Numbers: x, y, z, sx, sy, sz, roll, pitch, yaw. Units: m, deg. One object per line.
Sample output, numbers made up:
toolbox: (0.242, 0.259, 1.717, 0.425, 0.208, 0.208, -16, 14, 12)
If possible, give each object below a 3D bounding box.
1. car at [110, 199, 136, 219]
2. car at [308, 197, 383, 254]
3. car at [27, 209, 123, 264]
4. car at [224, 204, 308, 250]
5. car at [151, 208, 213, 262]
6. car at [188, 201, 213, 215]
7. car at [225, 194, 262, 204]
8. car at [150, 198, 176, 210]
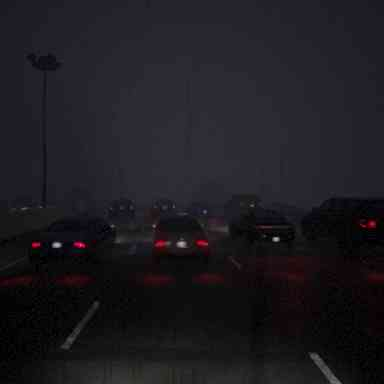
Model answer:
car: (-6.060, 1.352, 29.227, 2.097, 1.767, 4.553, 0, 0, -9)
car: (6.430, 1.213, 13.568, 2.150, 2.045, 5.566, 0, 0, -4)
car: (-3.970, 1.549, 11.878, 2.033, 1.411, 5.357, 0, 0, -4)
car: (2.842, 1.486, 14.416, 2.128, 1.511, 4.902, 0, 0, -5)
car: (-0.474, 1.546, 12.057, 2.033, 1.411, 5.357, 0, 0, -4)
car: (0.744, 1.518, 30.974, 1.812, 1.442, 4.674, 0, 0, -9)
car: (4.499, 1.212, 29.760, 2.150, 2.045, 5.566, 0, 0, -9)
car: (-2.596, 1.348, 29.724, 2.097, 1.767, 4.553, 0, 0, -9)
